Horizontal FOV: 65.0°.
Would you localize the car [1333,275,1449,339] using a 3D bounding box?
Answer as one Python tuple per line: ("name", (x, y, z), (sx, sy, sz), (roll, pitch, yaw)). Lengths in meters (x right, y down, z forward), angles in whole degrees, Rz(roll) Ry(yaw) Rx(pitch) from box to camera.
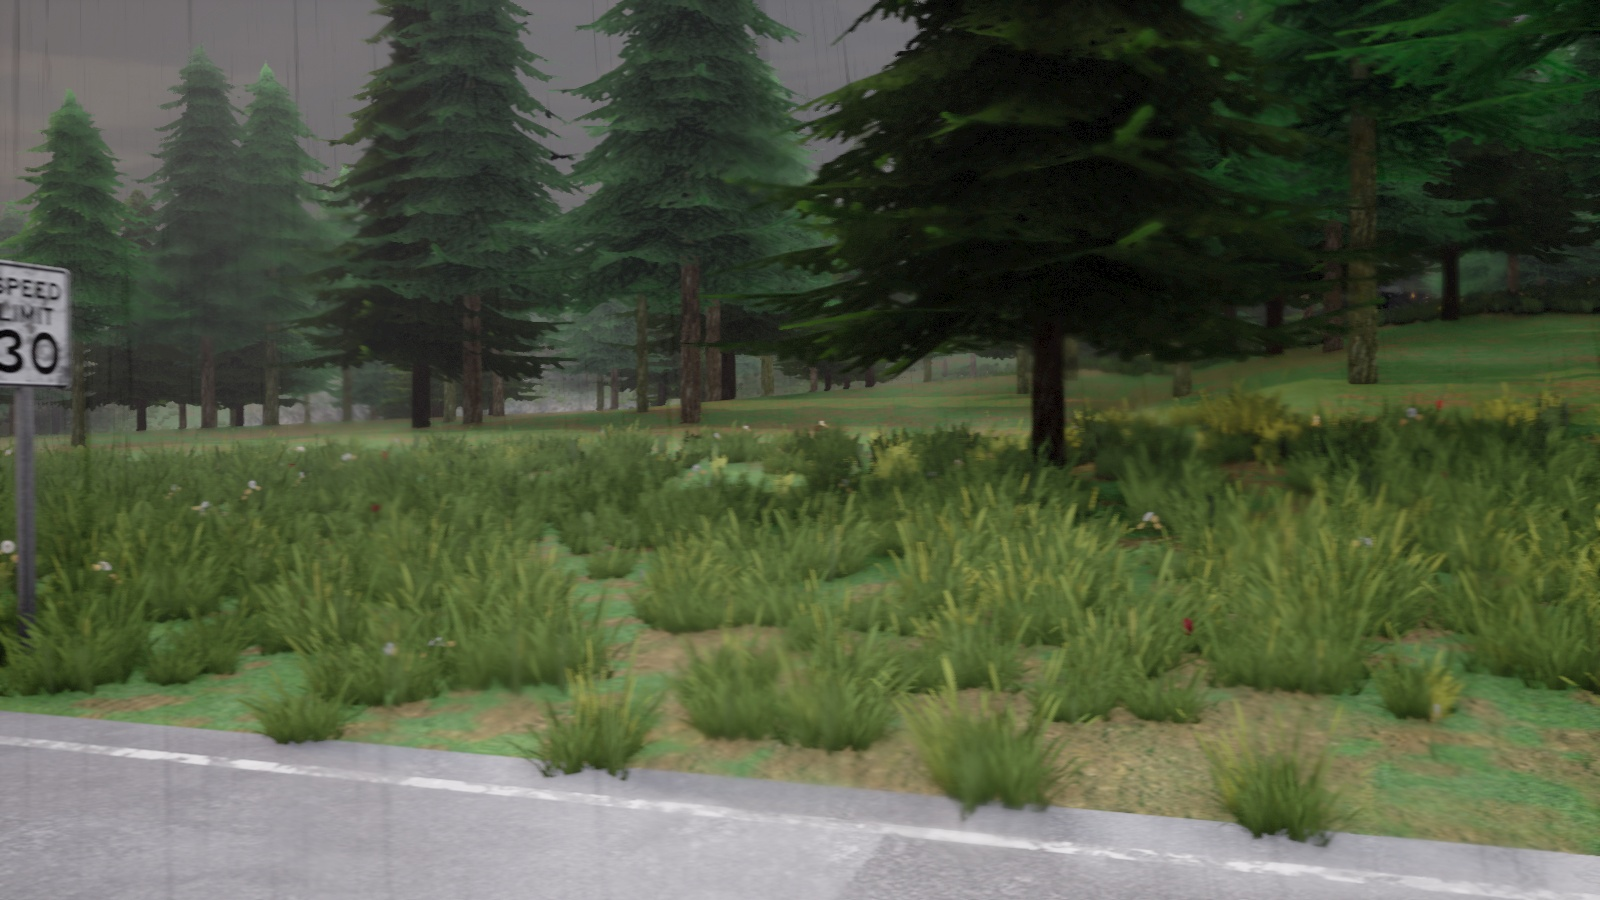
("car", (23.926, -5.769, 50.958), (1.905, 1.878, 3.866), (0, -4, -24))
